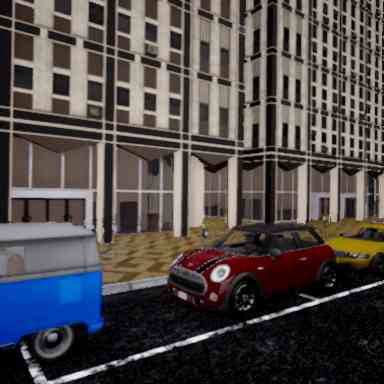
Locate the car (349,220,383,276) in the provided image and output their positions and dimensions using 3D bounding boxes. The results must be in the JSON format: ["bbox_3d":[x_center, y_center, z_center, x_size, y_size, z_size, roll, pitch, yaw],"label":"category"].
[{"bbox_3d":[5.950,1.636,10.794,4.829,1.417,1.752,1,0,-35],"label":"car"}]

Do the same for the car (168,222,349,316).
[{"bbox_3d":[1.457,1.495,7.590,4.097,1.590,1.967,1,0,-35],"label":"car"}]

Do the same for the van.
[{"bbox_3d":[-3.174,1.339,4.288,3.998,1.788,1.690,1,0,-35],"label":"van"}]
